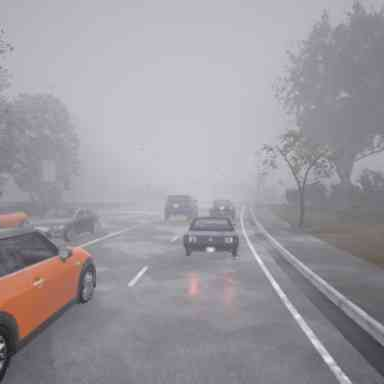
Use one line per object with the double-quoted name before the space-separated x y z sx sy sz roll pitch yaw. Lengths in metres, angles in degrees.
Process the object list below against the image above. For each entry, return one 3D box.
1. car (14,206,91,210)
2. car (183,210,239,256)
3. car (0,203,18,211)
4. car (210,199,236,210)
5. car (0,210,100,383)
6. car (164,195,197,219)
"car" -6.123 1.491 16.422 2.128 1.511 4.902 0 0 6
"car" 0.806 1.619 13.248 1.895 1.301 4.718 0 0 5
"car" -9.712 1.340 15.518 2.097 1.767 4.553 0 0 5
"car" 2.755 1.380 29.480 2.097 1.767 4.553 0 0 8
"car" -3.166 1.350 5.325 2.097 1.767 4.553 0 0 2
"car" -0.880 1.239 28.934 2.150 2.045 5.566 0 0 8
